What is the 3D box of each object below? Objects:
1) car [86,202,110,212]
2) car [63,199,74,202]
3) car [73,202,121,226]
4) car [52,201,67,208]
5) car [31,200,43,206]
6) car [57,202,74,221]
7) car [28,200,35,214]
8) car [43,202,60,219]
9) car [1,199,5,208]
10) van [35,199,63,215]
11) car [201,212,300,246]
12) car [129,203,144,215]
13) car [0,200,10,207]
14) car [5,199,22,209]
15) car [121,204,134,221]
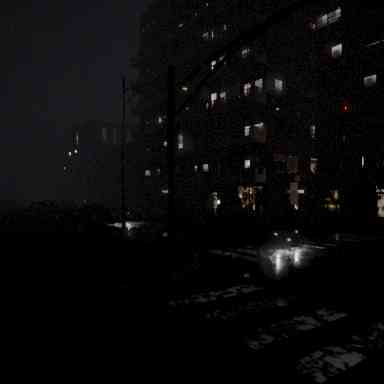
[{"bbox_3d":[-13.765,2.192,48.596,1.947,1.339,4.313,-1,0,-35],"label":"car"},{"bbox_3d":[-23.382,2.160,62.086,2.192,1.841,5.009,-1,0,-35],"label":"car"},{"bbox_3d":[-7.563,1.777,26.308,1.967,1.590,4.097,-1,0,-35],"label":"car"},{"bbox_3d":[-26.582,2.462,66.582,1.887,1.381,4.507,-1,0,-35],"label":"car"},{"bbox_3d":[-39.398,2.774,84.568,1.947,1.339,4.313,-1,0,-35],"label":"car"},{"bbox_3d":[-10.668,1.934,30.669,1.752,1.417,4.829,-1,0,-35],"label":"car"},{"bbox_3d":[-20.387,2.073,44.306,1.967,1.590,4.097,-1,0,-35],"label":"car"},{"bbox_3d":[-13.973,2.036,35.306,2.008,1.369,4.403,-1,0,-35],"label":"car"},{"bbox_3d":[-36.416,2.542,66.803,1.887,1.381,4.507,-1,0,-35],"label":"car"},{"bbox_3d":[-17.183,1.900,39.807,1.690,1.788,3.998,-1,0,-35],"label":"van"},{"bbox_3d":[2.621,1.696,16.454,2.033,1.411,5.357,0,-1,-35],"label":"car"},{"bbox_3d":[-7.457,2.006,39.741,1.752,1.417,4.829,-1,0,-35],"label":"car"},{"bbox_3d":[-42.730,2.666,75.663,1.752,1.417,4.829,-1,0,-35],"label":"car"},{"bbox_3d":[-33.212,2.365,62.304,1.967,1.590,4.097,-1,0,-35],"label":"car"},{"bbox_3d":[-7.431,1.982,30.564,1.895,1.301,4.718,0,-1,-35],"label":"car"}]
